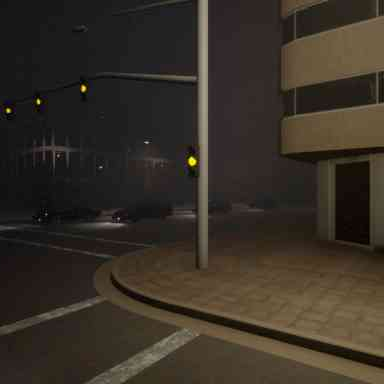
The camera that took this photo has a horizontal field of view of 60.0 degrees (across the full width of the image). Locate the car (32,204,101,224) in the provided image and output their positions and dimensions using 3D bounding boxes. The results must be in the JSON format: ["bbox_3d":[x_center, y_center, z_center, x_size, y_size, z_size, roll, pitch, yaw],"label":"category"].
[{"bbox_3d":[-9.196,1.601,24.694,1.895,1.301,4.718,0,0,36],"label":"car"}]

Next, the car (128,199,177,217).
[{"bbox_3d":[-3.724,1.505,32.229,1.837,1.490,4.892,0,0,36],"label":"car"}]

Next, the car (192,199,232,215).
[{"bbox_3d":[2.167,1.547,34.384,2.033,1.411,5.357,0,0,36],"label":"car"}]

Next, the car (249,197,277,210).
[{"bbox_3d":[9.548,1.547,44.508,2.033,1.411,5.357,0,0,36],"label":"car"}]

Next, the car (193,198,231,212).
[{"bbox_3d":[2.548,1.547,40.856,2.033,1.411,5.357,0,0,36],"label":"car"}]

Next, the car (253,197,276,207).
[{"bbox_3d":[11.683,1.565,53.289,1.994,1.385,4.181,0,0,36],"label":"car"}]

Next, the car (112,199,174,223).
[{"bbox_3d":[-3.753,1.547,26.236,2.033,1.411,5.357,0,0,36],"label":"car"}]
